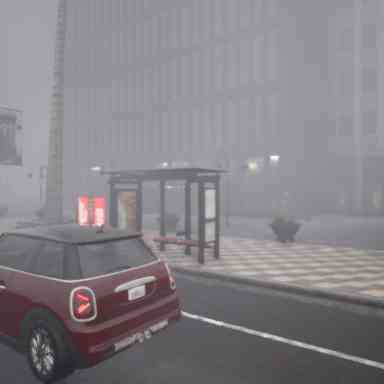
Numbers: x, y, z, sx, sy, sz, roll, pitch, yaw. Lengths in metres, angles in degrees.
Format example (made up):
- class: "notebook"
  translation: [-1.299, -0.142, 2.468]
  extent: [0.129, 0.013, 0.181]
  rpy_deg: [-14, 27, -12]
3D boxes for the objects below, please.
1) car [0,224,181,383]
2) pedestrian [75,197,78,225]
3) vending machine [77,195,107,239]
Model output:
- class: "car"
  translation: [-2.451, 1.349, 5.641]
  extent: [4.553, 1.767, 2.097]
  rpy_deg: [0, 0, 36]
- class: "pedestrian"
  translation: [-5.785, 1.133, 16.966]
  extent: [0.375, 1.860, 0.375]
  rpy_deg: [0, 0, 35]
- class: "vending machine"
  translation: [-4.922, 1.187, 16.366]
  extent: [0.880, 2.100, 1.100]
  rpy_deg: [0, 0, 35]
